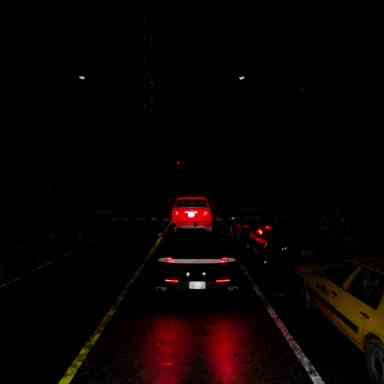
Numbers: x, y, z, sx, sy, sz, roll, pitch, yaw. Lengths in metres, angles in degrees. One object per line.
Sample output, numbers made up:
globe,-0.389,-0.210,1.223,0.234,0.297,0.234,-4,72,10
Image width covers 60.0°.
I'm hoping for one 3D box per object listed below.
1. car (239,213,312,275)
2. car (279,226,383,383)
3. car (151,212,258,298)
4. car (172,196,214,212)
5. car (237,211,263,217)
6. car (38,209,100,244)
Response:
car,2.855,1.562,10.325,1.947,1.339,4.313,-1,0,0
car,2.861,1.523,4.908,1.752,1.417,4.829,-1,0,0
car,0.090,1.488,8.495,2.128,1.511,4.902,0,0,0
car,0.047,1.214,18.843,2.150,2.045,5.566,0,0,2
car,2.850,1.575,15.910,1.802,1.307,4.206,-1,0,0
car,-5.696,1.538,15.898,1.887,1.381,4.507,-1,0,0
